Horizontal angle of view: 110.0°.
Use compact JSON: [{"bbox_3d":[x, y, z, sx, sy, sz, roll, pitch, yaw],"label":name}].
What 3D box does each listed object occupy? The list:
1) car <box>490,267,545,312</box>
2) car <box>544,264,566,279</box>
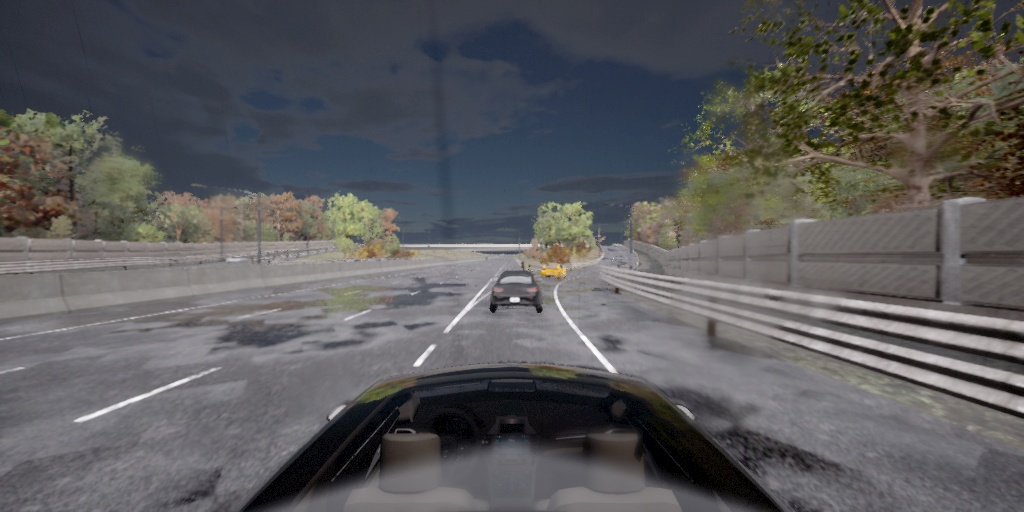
[{"bbox_3d":[0.232,1.283,14.184,1.812,1.442,4.674,0,0,3],"label":"car"},{"bbox_3d":[4.294,1.512,36.377,1.882,1.535,5.008,0,-1,17],"label":"car"}]
